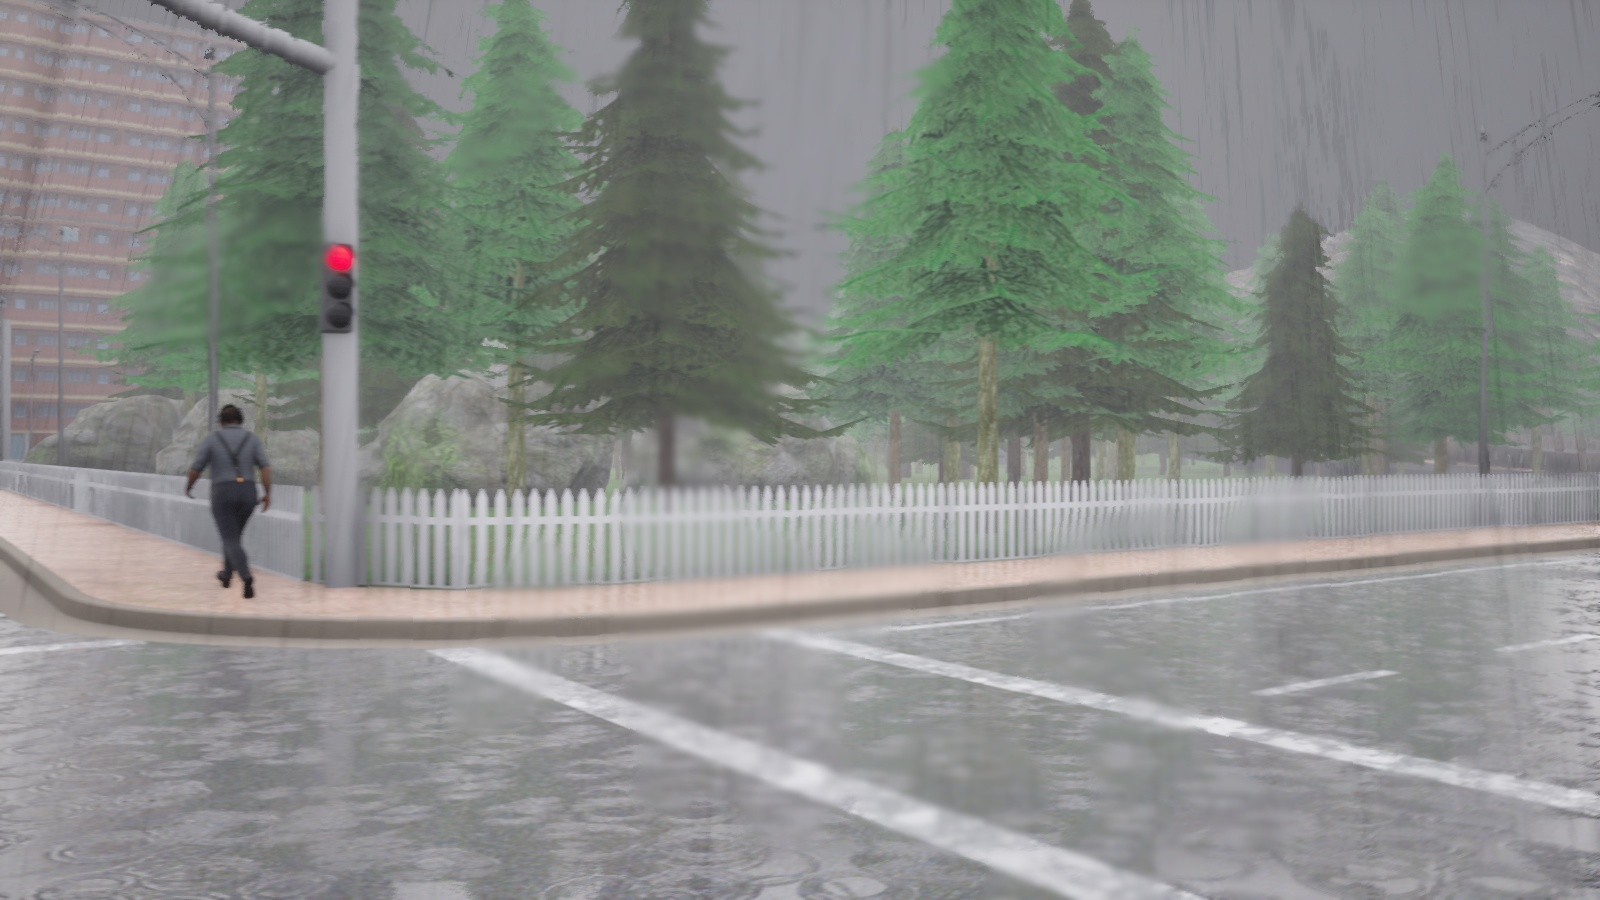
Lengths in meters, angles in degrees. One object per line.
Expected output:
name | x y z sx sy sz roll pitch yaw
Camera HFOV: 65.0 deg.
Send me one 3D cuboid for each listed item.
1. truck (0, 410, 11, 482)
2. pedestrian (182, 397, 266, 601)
truck | -46.758 -0.191 66.233 8.468 3.827 2.891 0 0 -37
pedestrian | -5.404 0.444 11.777 0.540 1.848 0.694 0 0 -41
